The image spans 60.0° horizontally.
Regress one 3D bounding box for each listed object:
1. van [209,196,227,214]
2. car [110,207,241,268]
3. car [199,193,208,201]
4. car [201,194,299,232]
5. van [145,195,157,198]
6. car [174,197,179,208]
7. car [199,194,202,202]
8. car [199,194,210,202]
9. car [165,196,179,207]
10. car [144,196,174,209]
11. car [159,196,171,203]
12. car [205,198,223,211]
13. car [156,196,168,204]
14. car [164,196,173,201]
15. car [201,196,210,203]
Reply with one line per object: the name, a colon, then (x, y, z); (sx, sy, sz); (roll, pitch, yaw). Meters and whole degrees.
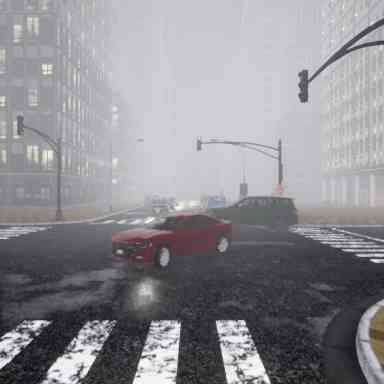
van: (2.722, 1.339, 35.886); (1.690, 1.788, 3.998); (0, 0, 0)
car: (-0.519, 1.476, 11.640); (1.882, 1.535, 5.008); (-1, -1, 40)
car: (2.850, 1.305, 85.735); (2.192, 1.841, 5.009); (0, 0, 0)
car: (3.512, 1.249, 19.842); (5.566, 2.045, 2.150); (1, 0, -1)
van: (-5.718, 1.338, 47.001); (1.690, 1.788, 3.998); (0, 0, 0)
car: (-3.148, 1.545, 43.053); (2.033, 1.411, 5.357); (0, 0, 0)
car: (2.742, 1.310, 63.578); (2.192, 1.841, 5.009); (0, 0, 0)
car: (2.796, 1.307, 74.657); (2.192, 1.841, 5.009); (0, 0, 0)
car: (-3.089, 1.474, 53.193); (1.882, 1.535, 5.008); (0, 0, 1)
car: (-3.204, 1.489, 33.268); (2.128, 1.511, 4.902); (0, 0, -1)
car: (-5.612, 1.544, 69.157); (2.008, 1.369, 4.403); (0, 0, 0)
car: (2.658, 1.542, 41.424); (1.887, 1.381, 4.507); (0, 0, 0)
car: (-5.639, 1.561, 63.618); (1.947, 1.339, 4.313); (0, 0, 0)
car: (-5.558, 1.573, 80.236); (1.802, 1.307, 4.206); (0, 0, 0)
car: (2.768, 1.538, 69.117); (1.887, 1.381, 4.507); (0, 0, 0)
